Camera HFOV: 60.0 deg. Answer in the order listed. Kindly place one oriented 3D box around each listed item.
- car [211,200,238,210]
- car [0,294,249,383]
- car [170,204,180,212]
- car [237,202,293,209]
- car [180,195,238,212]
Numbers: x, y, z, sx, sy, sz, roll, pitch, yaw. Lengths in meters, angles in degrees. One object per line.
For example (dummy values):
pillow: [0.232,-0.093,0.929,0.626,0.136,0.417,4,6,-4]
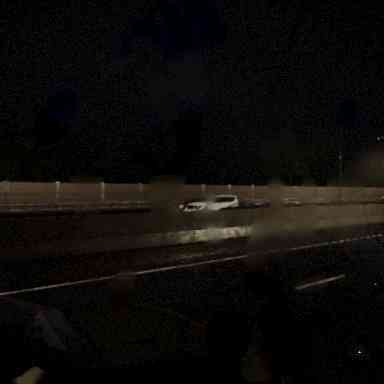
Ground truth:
car: [4.089,1.623,28.320,4.181,1.385,1.994,0,0,-36]
car: [-2.067,1.549,2.394,5.357,1.411,2.033,0,0,-35]
car: [0.028,1.432,34.022,4.553,1.767,2.097,0,0,-36]
car: [6.132,1.530,25.478,5.008,1.535,1.882,0,0,-36]
car: [2.022,1.324,31.145,5.566,2.045,2.150,0,0,-36]
